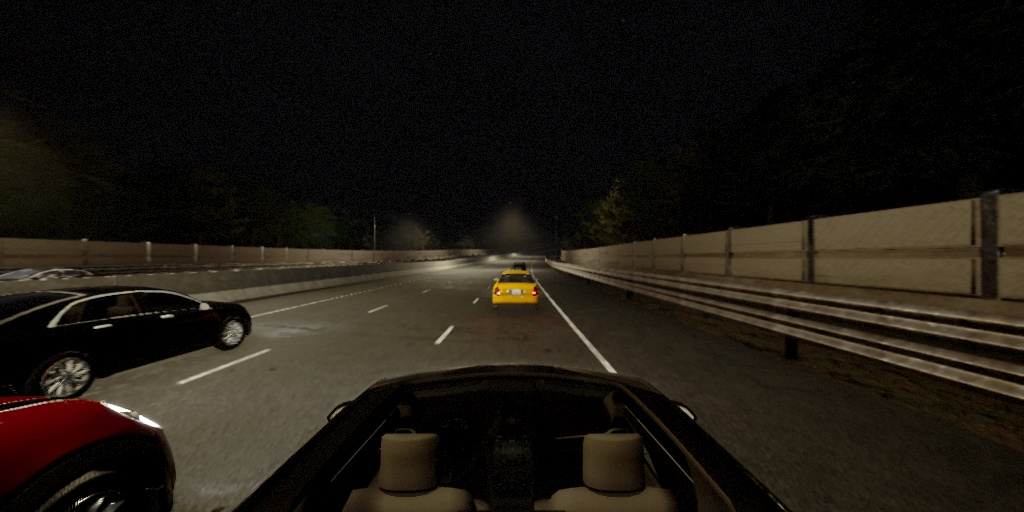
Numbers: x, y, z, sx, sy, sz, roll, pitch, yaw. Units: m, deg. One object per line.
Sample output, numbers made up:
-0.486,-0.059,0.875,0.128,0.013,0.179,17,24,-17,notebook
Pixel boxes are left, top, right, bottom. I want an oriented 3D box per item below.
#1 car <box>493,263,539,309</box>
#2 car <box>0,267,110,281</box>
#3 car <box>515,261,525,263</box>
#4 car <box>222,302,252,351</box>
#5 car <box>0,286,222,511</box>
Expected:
0.181,1.272,15.385,1.801,1.575,5.366,0,0,1,car
-21.003,1.274,15.924,2.128,1.511,4.902,0,0,1,car
1.019,1.474,48.148,2.128,1.511,4.902,0,0,2,car
-6.889,1.268,6.223,1.837,1.490,4.892,0,0,0,car
-3.394,1.092,0.590,2.097,1.767,4.553,0,0,0,car
